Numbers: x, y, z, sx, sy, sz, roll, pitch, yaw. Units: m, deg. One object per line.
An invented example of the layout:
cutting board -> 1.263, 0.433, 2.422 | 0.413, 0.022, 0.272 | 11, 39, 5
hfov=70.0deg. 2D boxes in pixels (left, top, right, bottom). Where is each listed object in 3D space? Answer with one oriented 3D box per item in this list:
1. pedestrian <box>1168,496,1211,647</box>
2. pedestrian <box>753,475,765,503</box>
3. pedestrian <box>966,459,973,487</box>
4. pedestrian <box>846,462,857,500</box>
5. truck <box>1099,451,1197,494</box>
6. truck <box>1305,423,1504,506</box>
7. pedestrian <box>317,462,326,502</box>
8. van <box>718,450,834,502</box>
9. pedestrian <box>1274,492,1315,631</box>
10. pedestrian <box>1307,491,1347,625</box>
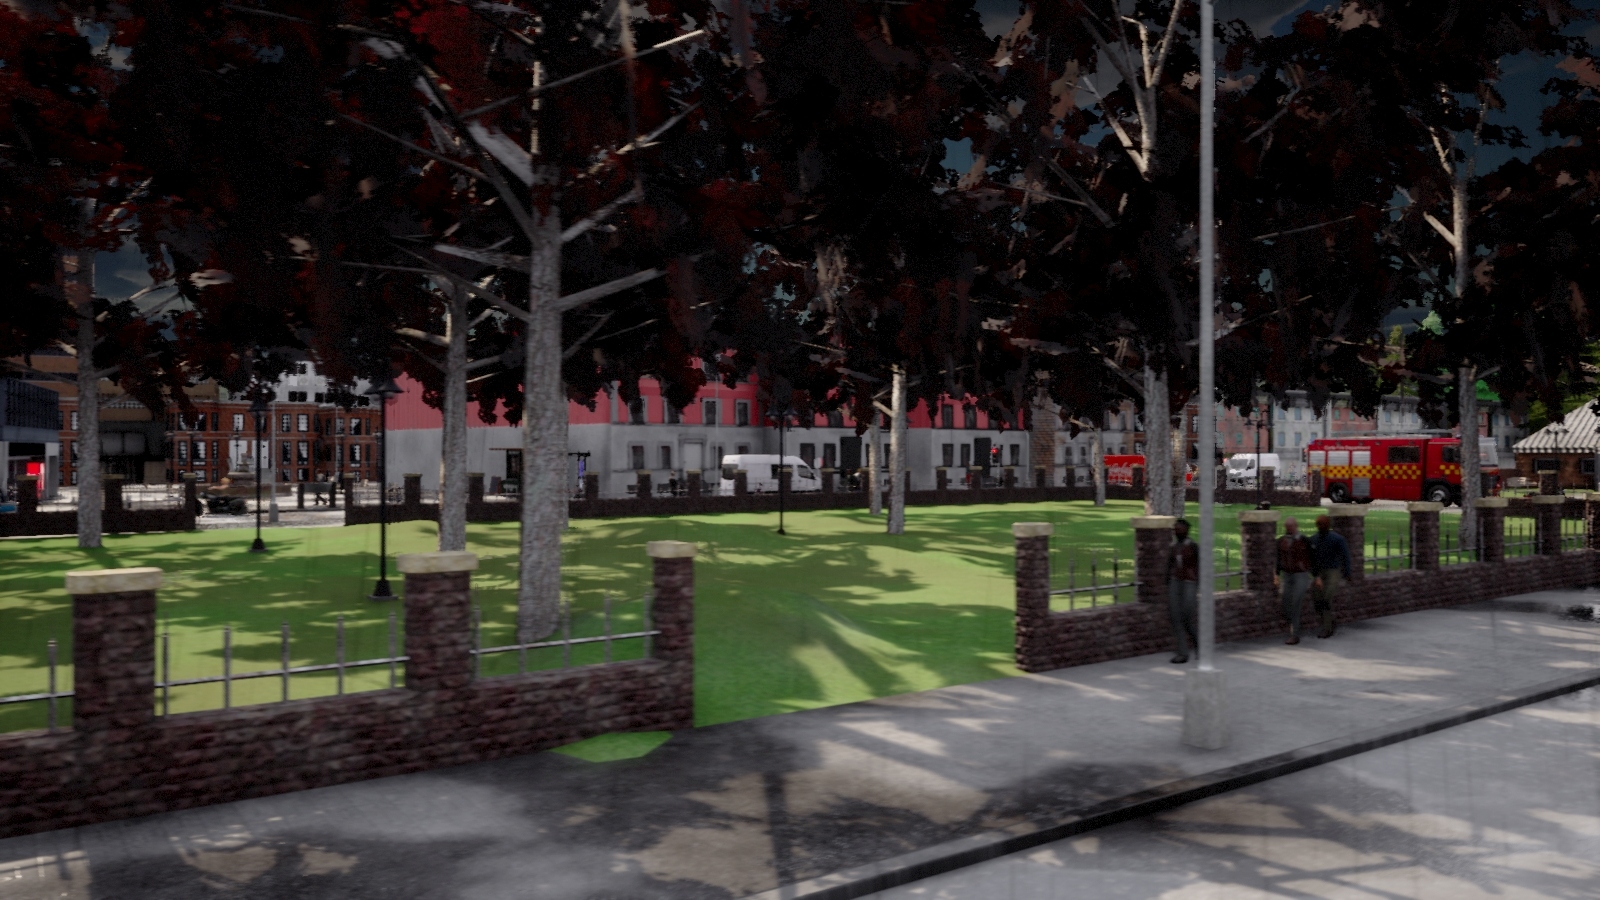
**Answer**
pedestrian -> 4.933, 1.525, 14.468 | 0.375, 1.860, 0.375 | 0, 0, -36
pedestrian -> -1.890, 1.800, 52.696 | 0.375, 1.300, 0.375 | 0, 0, -35
pedestrian -> 11.385, 1.522, 76.705 | 0.375, 1.860, 0.375 | 0, 0, 30
pedestrian -> 2.498, 1.522, 55.818 | 0.375, 1.860, 0.375 | 0, 0, -35
truck -> 21.176, 1.342, 69.602 | 5.204, 2.467, 2.627 | 1, 0, 32
truck -> 30.140, 0.676, 57.435 | 2.891, 3.827, 8.468 | 0, 0, -35
pedestrian -> -22.743, 1.513, 54.295 | 0.375, 1.860, 0.375 | 0, 0, -24
van -> -1.194, 1.310, 59.099 | 5.915, 2.561, 1.988 | 0, 0, -35
pedestrian -> 6.830, 1.526, 15.775 | 0.375, 1.860, 0.375 | 0, 0, -36
pedestrian -> 7.524, 1.526, 16.319 | 0.375, 1.860, 0.375 | 0, 0, -35
